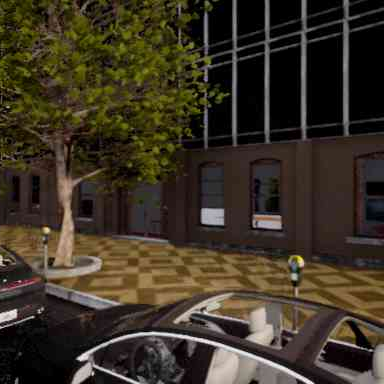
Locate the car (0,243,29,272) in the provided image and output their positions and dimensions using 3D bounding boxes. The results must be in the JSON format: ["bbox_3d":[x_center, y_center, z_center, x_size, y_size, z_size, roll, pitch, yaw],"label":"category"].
[{"bbox_3d":[-4.405,1.533,6.019,4.403,1.369,2.008,0,0,36],"label":"car"}]

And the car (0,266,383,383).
[{"bbox_3d":[0.229,1.548,2.713,4.403,1.369,2.008,0,0,36],"label":"car"}]
